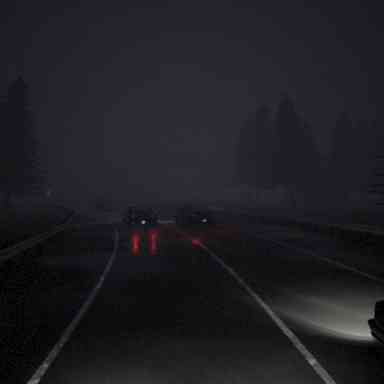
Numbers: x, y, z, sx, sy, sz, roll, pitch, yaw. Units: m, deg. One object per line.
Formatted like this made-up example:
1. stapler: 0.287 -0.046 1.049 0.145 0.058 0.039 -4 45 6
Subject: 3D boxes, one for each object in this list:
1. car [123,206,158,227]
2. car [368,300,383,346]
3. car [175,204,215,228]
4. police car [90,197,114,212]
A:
1. car: -3.741 1.612 23.186 1.895 1.301 4.718 0 0 -17
2. car: 3.426 1.535 2.122 2.033 1.411 5.357 0 0 -2
3. car: 0.150 1.524 22.218 1.812 1.442 4.674 0 0 -15
4. police car: -10.695 1.460 39.193 1.930 1.638 5.238 0 0 -29
